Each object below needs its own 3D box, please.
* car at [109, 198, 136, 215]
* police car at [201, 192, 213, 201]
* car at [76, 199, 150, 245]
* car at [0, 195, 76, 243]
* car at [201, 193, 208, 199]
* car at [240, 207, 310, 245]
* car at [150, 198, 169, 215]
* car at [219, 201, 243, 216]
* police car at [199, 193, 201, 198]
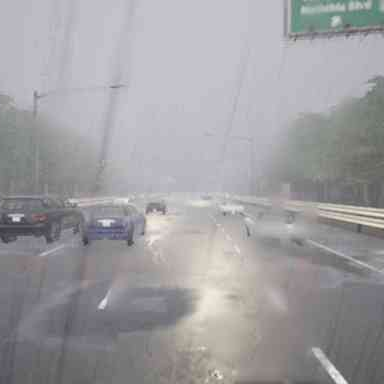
[{"bbox_3d":[-6.909,1.390,33.584,1.812,1.442,4.674,0,0,0],"label":"car"},{"bbox_3d":[3.496,1.151,72.883,1.930,1.638,5.238,0,0,0],"label":"police car"},{"bbox_3d":[-3.403,1.289,15.343,2.097,1.767,4.553,0,0,0],"label":"car"},{"bbox_3d":[-6.903,1.157,15.755,2.150,2.045,5.566,0,0,0],"label":"car"},{"bbox_3d":[3.549,1.170,94.747,1.837,1.490,4.892,0,0,0],"label":"car"},{"bbox_3d":[3.596,1.540,15.035,1.895,1.301,4.718,0,0,0],"label":"car"},{"bbox_3d":[-3.405,1.373,32.755,1.837,1.490,4.892,0,0,0],"label":"car"},{"bbox_3d":[3.594,1.476,31.088,1.895,1.301,4.718,0,0,0],"label":"car"},{"bbox_3d":[3.517,1.121,83.870,1.930,1.638,5.238,0,0,0],"label":"police car"}]
